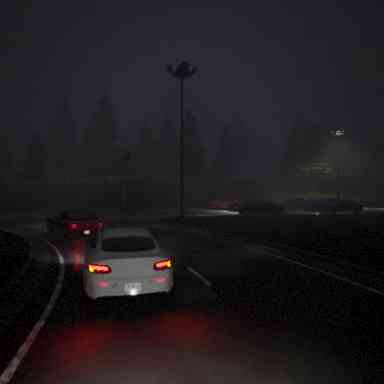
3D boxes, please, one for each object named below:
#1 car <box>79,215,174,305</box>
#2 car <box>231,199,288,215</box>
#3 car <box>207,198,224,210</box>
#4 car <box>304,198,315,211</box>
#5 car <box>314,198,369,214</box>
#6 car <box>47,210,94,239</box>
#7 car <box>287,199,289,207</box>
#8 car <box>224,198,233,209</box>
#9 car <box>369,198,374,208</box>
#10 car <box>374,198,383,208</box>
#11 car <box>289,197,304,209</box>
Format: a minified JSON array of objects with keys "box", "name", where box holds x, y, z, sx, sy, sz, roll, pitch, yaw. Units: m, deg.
[{"box":[-1.678,1.528,8.151,1.812,1.442,4.674,0,0,-16],"name":"car"},{"box":[6.700,1.609,33.023,4.718,1.301,1.895,0,0,-14],"name":"car"},{"box":[4.368,1.488,43.252,5.008,1.535,1.882,0,0,-14],"name":"car"},{"box":[16.132,1.486,38.929,5.008,1.535,1.882,0,0,-14],"name":"car"},{"box":[15.837,1.533,35.285,4.674,1.442,1.812,0,0,-13],"name":"car"},{"box":[-6.206,1.605,17.434,1.895,1.301,4.718,0,0,-35],"name":"car"},{"box":[13.936,1.488,45.591,5.008,1.535,1.882,0,0,-14],"name":"car"},{"box":[6.465,1.573,40.165,4.181,1.385,1.994,0,0,-14],"name":"car"},{"box":[26.618,1.574,48.695,4.181,1.385,1.994,0,0,-14],"name":"car"},{"box":[27.706,1.574,45.353,4.181,1.385,1.994,0,0,-13],"name":"car"},{"box":[15.411,1.502,42.354,4.902,1.511,2.128,0,0,-14],"name":"car"}]
